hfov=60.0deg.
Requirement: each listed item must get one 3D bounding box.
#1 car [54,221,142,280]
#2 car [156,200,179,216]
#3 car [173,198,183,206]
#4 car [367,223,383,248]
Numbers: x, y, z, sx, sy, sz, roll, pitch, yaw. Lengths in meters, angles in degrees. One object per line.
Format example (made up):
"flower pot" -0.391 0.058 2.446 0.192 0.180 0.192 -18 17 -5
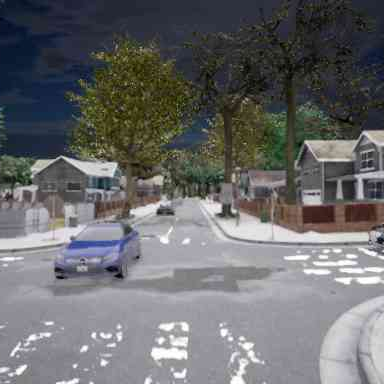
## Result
"car" -2.766 1.708 10.719 1.812 1.442 4.674 -1 -1 0
"car" -2.761 1.883 35.741 1.895 1.301 4.718 0 0 0
"car" -2.769 1.860 61.304 1.994 1.385 4.181 0 0 0
"car" 8.930 1.341 11.888 4.902 1.511 2.128 -2 -1 0
